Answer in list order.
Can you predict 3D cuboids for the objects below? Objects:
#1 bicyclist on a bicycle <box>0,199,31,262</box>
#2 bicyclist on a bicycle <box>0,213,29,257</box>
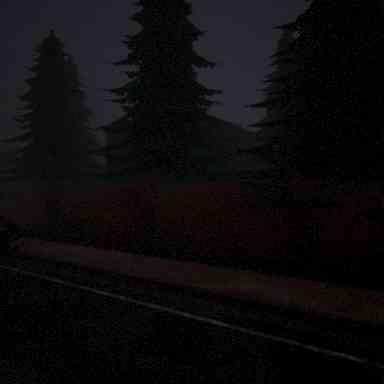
[{"bbox_3d":[-6.293,1.365,10.397,1.656,1.620,0.582,-36,-5,-37],"label":"bicyclist on a bicycle"},{"bbox_3d":[-5.473,1.328,9.600,0.582,1.620,1.656,26,22,29],"label":"bicyclist on a bicycle"}]
